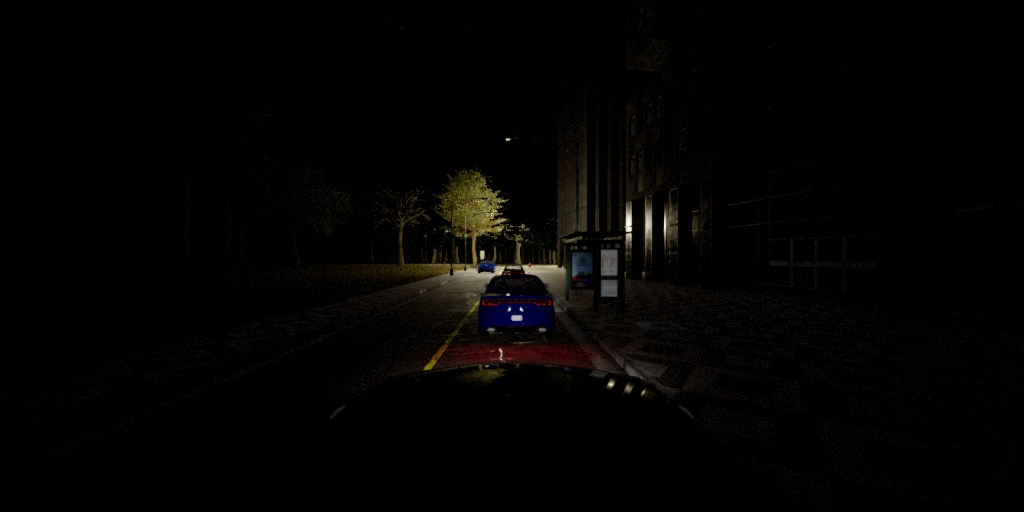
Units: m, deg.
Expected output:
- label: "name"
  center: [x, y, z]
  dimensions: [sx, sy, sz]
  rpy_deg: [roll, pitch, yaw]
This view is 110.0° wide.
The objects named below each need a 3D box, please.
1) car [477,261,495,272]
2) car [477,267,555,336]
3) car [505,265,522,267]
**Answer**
- label: "car"
  center: [-3.053, 1.344, 43.237]
  dimensions: [1.882, 1.535, 5.008]
  rpy_deg: [0, 0, 0]
- label: "car"
  center: [0.110, 1.242, 10.490]
  dimensions: [1.882, 1.535, 5.008]
  rpy_deg: [0, 0, 0]
- label: "car"
  center: [0.129, 1.431, 30.274]
  dimensions: [1.895, 1.301, 4.718]
  rpy_deg: [0, 0, 0]
